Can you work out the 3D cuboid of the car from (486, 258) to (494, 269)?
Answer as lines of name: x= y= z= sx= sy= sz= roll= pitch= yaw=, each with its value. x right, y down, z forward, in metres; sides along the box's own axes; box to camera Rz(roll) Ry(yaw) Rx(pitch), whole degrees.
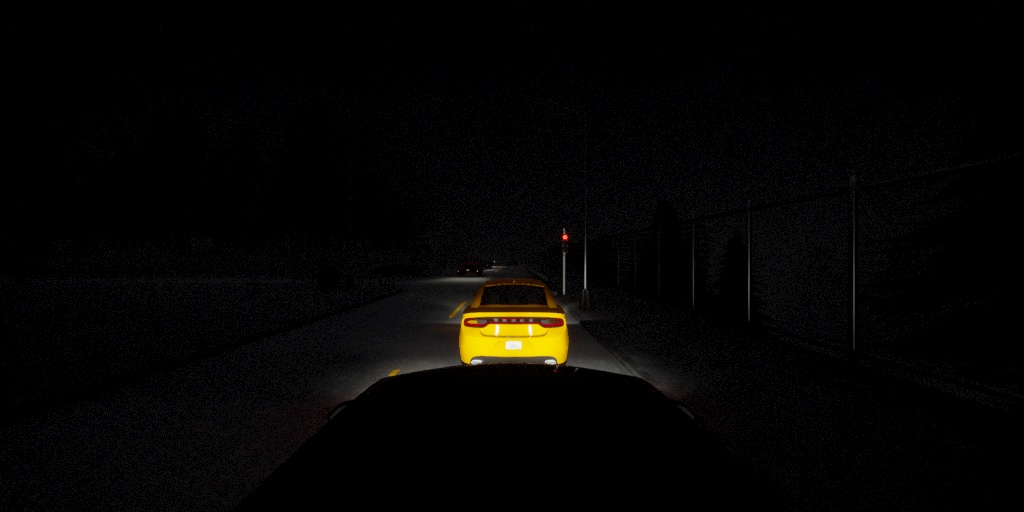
car: x=-4.091 y=1.255 z=53.360 sx=1.837 sy=1.490 sz=4.892 roll=0 pitch=0 yaw=0

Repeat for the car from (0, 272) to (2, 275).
car: x=-48.083 y=1.297 z=31.190 sx=5.357 sy=1.411 sz=2.033 roll=0 pitch=0 yaw=1

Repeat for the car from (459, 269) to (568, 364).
car: x=0.047 y=1.228 z=8.009 sx=1.882 sy=1.535 sz=5.008 roll=0 pitch=0 yaw=0

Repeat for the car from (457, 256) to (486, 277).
car: x=-4.099 y=0.972 z=35.907 sx=2.150 sy=2.045 sz=5.566 roll=0 pitch=0 yaw=0
